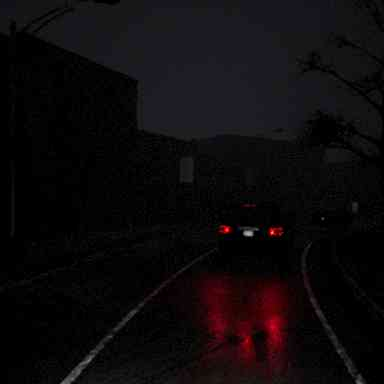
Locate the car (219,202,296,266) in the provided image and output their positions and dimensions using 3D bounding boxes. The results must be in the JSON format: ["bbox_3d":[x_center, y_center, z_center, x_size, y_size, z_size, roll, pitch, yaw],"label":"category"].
[{"bbox_3d":[2.601,1.376,12.529,2.150,2.045,5.566,0,-1,20],"label":"car"}]

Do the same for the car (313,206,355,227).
[{"bbox_3d":[11.506,1.895,26.807,1.882,1.535,5.008,0,-1,43],"label":"car"}]
